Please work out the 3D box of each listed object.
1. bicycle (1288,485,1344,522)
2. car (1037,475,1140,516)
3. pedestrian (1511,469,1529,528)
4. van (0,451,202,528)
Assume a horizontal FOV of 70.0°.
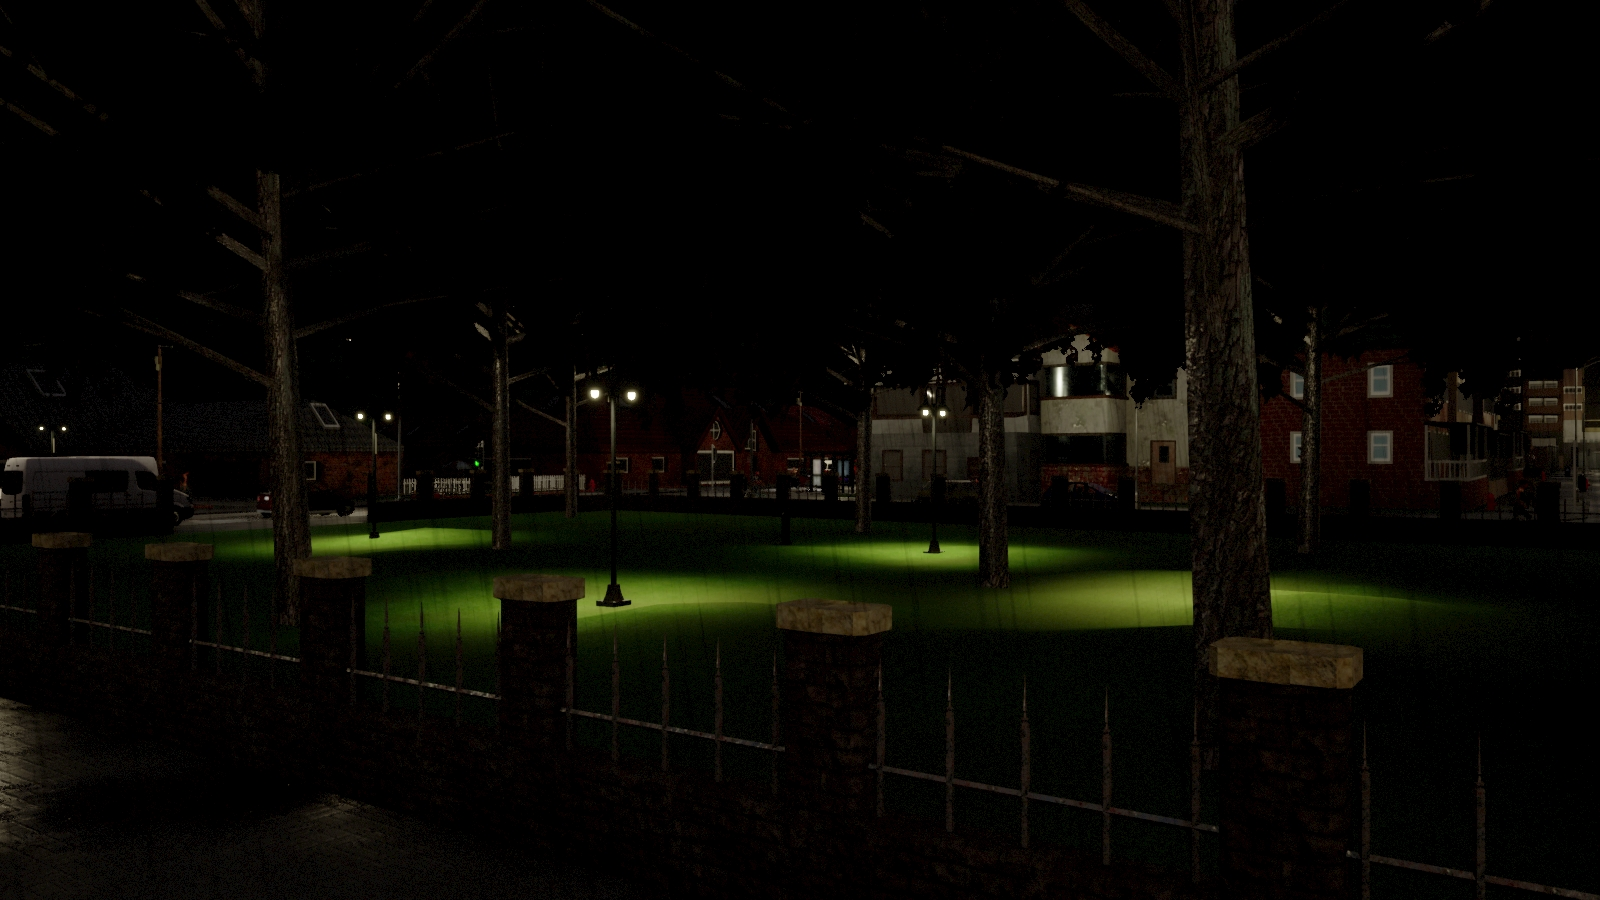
[{"bbox_3d":[18.795,1.940,41.609,1.835,1.271,0.329,0,0,35],"label":"bicycle"},{"bbox_3d":[11.752,1.818,46.570,3.633,1.501,1.845,0,0,35],"label":"car"},{"bbox_3d":[22.735,1.525,36.083,0.375,1.860,0.375,0,0,-41],"label":"pedestrian"},{"bbox_3d":[-24.845,1.314,40.782,1.988,2.561,5.915,0,0,36],"label":"van"}]
